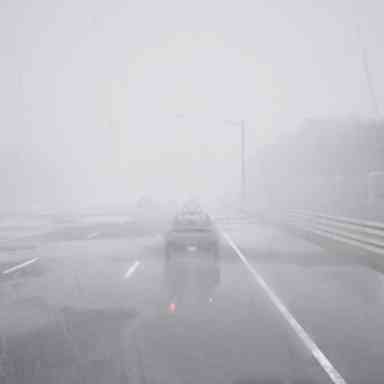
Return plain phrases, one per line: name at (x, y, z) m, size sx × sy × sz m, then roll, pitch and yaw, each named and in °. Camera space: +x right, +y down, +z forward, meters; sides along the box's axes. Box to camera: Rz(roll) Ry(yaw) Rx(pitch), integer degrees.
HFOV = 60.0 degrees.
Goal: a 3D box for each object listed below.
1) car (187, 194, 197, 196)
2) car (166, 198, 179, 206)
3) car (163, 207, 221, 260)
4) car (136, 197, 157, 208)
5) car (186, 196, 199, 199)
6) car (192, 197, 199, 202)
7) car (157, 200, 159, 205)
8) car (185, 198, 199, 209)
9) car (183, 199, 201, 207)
car at (0.049, 1.370, 58.487) m, size 2.150 × 2.045 × 5.566 m, roll 0°, pitch 0°, yaw 1°
car at (-3.448, 1.718, 58.547) m, size 2.033 × 1.411 × 5.357 m, roll 0°, pitch 0°, yaw 1°
car at (0.003, 1.510, 12.435) m, size 2.128 × 1.511 × 4.902 m, roll 0°, pitch 0°, yaw 0°
car at (-6.992, 1.501, 49.746) m, size 2.097 × 1.767 × 4.553 m, roll 0°, pitch 0°, yaw 0°
car at (0.011, 1.645, 44.547) m, size 2.033 × 1.411 × 5.357 m, roll 0°, pitch 0°, yaw 0°
car at (0.952, 1.992, 86.600) m, size 1.895 × 1.301 × 4.718 m, roll 0°, pitch -1°, yaw 2°
car at (-6.949, 1.791, 58.560) m, size 1.895 × 1.301 × 4.718 m, roll 0°, pitch 0°, yaw 1°
car at (0.001, 1.685, 49.379) m, size 1.994 × 1.385 × 4.181 m, roll 0°, pitch 0°, yaw 0°
car at (0.007, 1.662, 32.190) m, size 1.895 × 1.301 × 4.718 m, roll 0°, pitch 0°, yaw 0°
